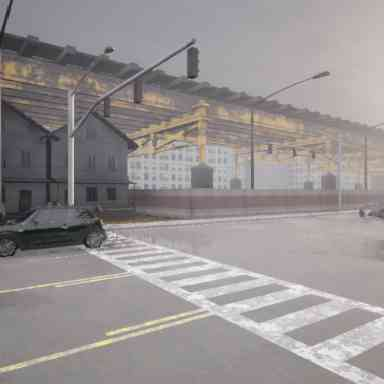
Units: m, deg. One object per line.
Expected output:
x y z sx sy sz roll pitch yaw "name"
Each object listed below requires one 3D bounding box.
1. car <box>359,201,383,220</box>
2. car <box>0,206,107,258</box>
16.143 1.493 28.374 4.902 1.511 2.128 0 0 -35 "car"
-5.711 1.352 12.813 4.553 1.767 2.097 0 0 -35 "car"
